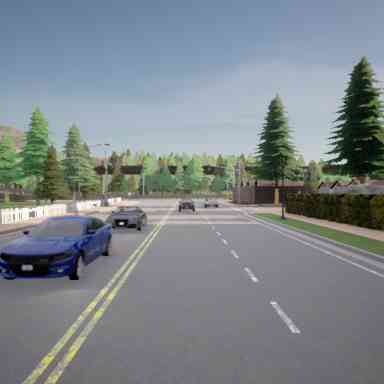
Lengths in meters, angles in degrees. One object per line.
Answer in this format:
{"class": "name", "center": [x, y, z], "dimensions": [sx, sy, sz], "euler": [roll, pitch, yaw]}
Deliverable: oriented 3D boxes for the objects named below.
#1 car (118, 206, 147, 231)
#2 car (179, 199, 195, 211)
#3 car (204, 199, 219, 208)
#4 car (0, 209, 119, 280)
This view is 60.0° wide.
{"class": "car", "center": [-3.917, 1.564, 20.352], "dimensions": [1.994, 1.385, 4.181], "euler": [0, 0, -1]}
{"class": "car", "center": [-0.638, 1.526, 39.852], "dimensions": [1.812, 1.442, 4.674], "euler": [0, 0, -1]}
{"class": "car", "center": [2.699, 1.601, 47.713], "dimensions": [1.895, 1.301, 4.718], "euler": [0, 0, -1]}
{"class": "car", "center": [-3.795, 1.478, 10.150], "dimensions": [1.882, 1.535, 5.008], "euler": [0, 0, 0]}
